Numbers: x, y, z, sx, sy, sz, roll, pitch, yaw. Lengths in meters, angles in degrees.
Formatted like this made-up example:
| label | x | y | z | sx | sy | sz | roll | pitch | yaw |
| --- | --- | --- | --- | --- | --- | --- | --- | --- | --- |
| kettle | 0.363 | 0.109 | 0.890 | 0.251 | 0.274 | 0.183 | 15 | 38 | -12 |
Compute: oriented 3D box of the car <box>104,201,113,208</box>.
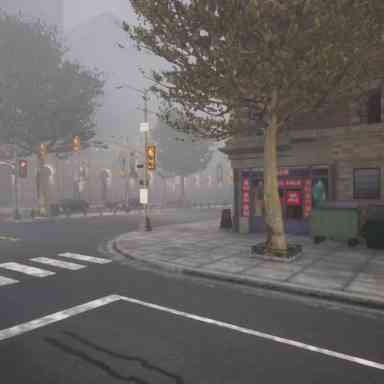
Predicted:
| label | x | y | z | sx | sy | sz | roll | pitch | yaw |
| --- | --- | --- | --- | --- | --- | --- | --- | --- | --- |
| car | -10.283 | 1.595 | 47.904 | 1.895 | 1.301 | 4.718 | 0 | 0 | 36 |

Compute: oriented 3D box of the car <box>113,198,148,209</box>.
| label | x | y | z | sx | sy | sz | roll | pitch | yaw |
| --- | --- | --- | --- | --- | --- | --- | --- | --- | --- |
| car | -8.070 | 1.526 | 45.563 | 1.812 | 1.442 | 4.674 | 0 | 0 | 36 |

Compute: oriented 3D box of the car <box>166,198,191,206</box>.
| label | x | y | z | sx | sy | sz | roll | pitch | yaw |
| --- | --- | --- | --- | --- | --- | --- | --- | --- | --- |
| car | -2.179 | 1.601 | 53.759 | 1.895 | 1.301 | 4.718 | 0 | 0 | 36 |

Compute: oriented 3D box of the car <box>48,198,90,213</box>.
| label | x | y | z | sx | sy | sz | roll | pitch | yaw |
| --- | --- | --- | --- | --- | --- | --- | --- | --- | --- |
| car | -13.908 | 1.505 | 37.471 | 1.837 | 1.490 | 4.892 | 0 | 0 | 36 |
